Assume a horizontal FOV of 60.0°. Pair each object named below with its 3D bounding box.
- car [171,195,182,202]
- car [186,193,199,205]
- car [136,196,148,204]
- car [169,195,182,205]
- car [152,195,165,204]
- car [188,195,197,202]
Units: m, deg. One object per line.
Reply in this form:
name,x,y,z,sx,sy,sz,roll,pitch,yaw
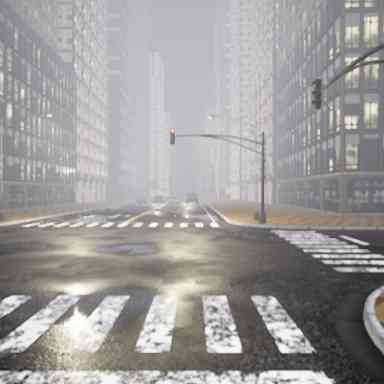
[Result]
car,-3.178,1.381,70.493,2.128,1.511,4.902,0,0,0
car,0.062,1.224,60.519,2.150,2.045,5.566,0,0,0
car,-9.684,1.559,64.666,2.033,1.411,5.357,0,0,0
car,-3.188,1.604,60.522,1.895,1.301,4.718,0,0,0
car,-6.434,1.363,64.693,2.097,1.767,4.553,0,0,0
car,0.072,1.426,70.907,1.994,1.385,4.181,0,0,0
